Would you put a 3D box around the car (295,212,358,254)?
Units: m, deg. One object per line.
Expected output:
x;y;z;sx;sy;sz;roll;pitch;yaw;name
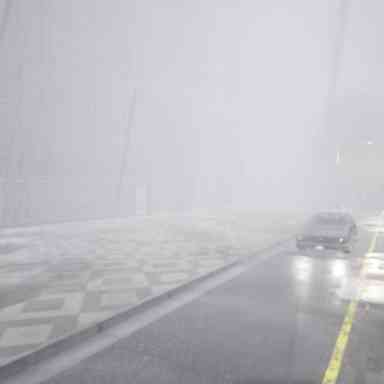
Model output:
5.804;1.544;13.894;2.033;1.411;5.357;-1;0;31;car
